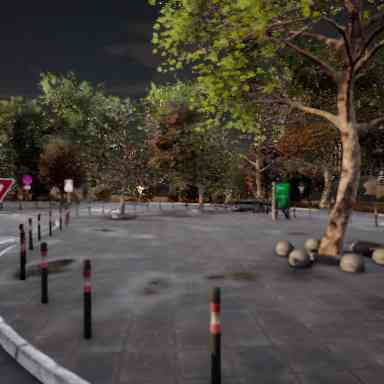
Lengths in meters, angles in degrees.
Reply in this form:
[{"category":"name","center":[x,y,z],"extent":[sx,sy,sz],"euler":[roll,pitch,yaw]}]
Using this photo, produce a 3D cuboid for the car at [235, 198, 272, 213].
[{"category":"car","center":[6.084,1.272,31.757],"extent":[1.994,1.385,4.181],"euler":[0,0,-41]}]
